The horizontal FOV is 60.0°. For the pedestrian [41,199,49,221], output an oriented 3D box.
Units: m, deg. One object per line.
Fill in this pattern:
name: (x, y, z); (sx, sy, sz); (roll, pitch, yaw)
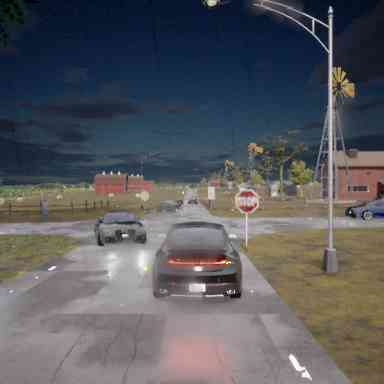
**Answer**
pedestrian: (-12.120, 1.465, 27.530); (0.375, 1.860, 0.375); (0, 2, 0)

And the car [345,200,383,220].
car: (13.532, 1.267, 24.345); (4.181, 1.385, 1.994); (-1, 1, -2)

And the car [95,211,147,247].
car: (-3.326, 1.571, 15.204); (1.994, 1.385, 4.181); (0, 0, -20)

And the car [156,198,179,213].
car: (-2.830, 1.667, 37.159); (1.895, 1.301, 4.718); (0, 0, 1)

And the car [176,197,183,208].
car: (-2.771, 1.688, 47.117); (1.994, 1.385, 4.181); (0, 0, 0)

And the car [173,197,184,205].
car: (-2.690, 1.811, 67.392); (2.128, 1.511, 4.902); (0, -1, 1)

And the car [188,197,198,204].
car: (0.166, 1.885, 70.591); (1.812, 1.442, 4.674); (0, -1, 0)

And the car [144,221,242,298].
car: (0.139, 1.507, 8.506); (1.837, 1.490, 4.892); (0, 0, 1)
